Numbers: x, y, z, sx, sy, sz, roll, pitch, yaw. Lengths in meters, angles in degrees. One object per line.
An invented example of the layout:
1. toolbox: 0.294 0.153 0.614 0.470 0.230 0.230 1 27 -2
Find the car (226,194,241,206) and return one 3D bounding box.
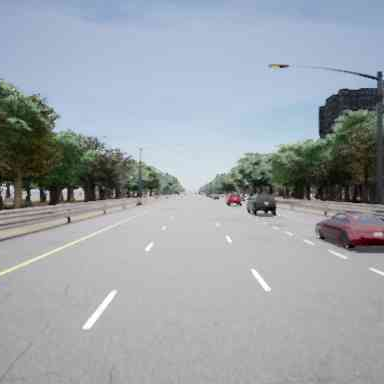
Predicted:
1. car: 7.043 1.288 56.925 2.150 2.045 5.566 0 0 0

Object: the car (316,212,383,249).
1. car: 7.003 1.572 14.521 1.994 1.385 4.181 0 0 0

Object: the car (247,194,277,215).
1. car: 7.006 1.237 33.809 2.150 2.045 5.566 0 0 0
